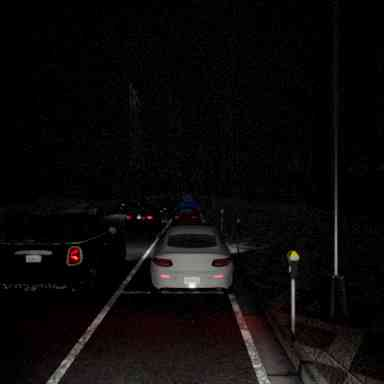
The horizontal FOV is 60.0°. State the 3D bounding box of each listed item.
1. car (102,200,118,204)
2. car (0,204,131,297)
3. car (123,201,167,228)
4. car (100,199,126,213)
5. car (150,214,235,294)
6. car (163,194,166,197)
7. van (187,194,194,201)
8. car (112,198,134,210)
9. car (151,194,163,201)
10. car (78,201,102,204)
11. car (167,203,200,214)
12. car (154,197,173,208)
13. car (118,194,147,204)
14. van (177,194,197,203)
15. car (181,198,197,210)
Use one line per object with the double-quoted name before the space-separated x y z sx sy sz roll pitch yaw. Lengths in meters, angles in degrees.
"car" -8.919 1.548 32.304 1.887 1.381 4.507 0 0 0
"car" -3.146 1.352 8.737 2.097 1.767 4.553 0 0 0
"car" -3.080 1.550 21.970 2.033 1.411 5.357 0 0 0
"car" -8.921 1.549 37.830 1.887 1.381 4.507 0 0 0
"car" 0.003 1.526 8.650 1.812 1.442 4.674 0 0 0
"car" -8.906 1.586 92.029 1.887 1.381 4.507 0 0 0
"van" -0.380 1.377 86.847 1.690 1.788 3.998 0 0 0
"car" -8.922 1.550 43.355 1.887 1.381 4.507 0 0 0
"car" -8.912 1.556 81.278 1.752 1.417 4.829 0 0 0
"car" -8.918 1.528 26.609 1.752 1.417 4.829 0 0 0
"car" -0.370 1.584 21.237 1.802 1.307 4.206 0 0 0
"car" -3.065 1.605 40.073 1.895 1.301 4.718 0 0 0
"car" -6.232 1.224 36.242 2.150 2.045 5.566 0 0 0
"van" -0.368 1.345 32.287 1.690 1.788 3.998 0 0 0
"car" -0.367 1.550 43.337 1.887 1.381 4.507 0 0 0
